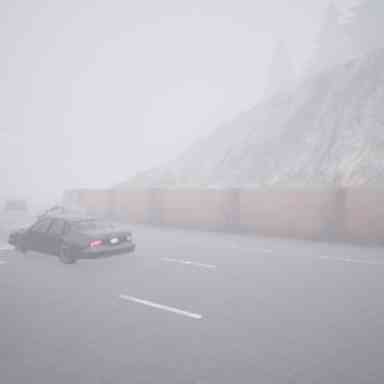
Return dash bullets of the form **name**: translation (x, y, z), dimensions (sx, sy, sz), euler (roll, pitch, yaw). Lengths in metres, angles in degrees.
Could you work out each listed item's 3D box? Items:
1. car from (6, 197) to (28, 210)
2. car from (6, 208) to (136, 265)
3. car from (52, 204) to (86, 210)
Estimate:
- **car**: translation (-18.651, 1.303, 35.462), dimensions (1.882, 1.535, 5.008), euler (-1, 1, -25)
- **car**: translation (-4.300, 1.497, 11.498), dimensions (5.357, 1.411, 2.033), euler (0, 0, 38)
- **car**: translation (-7.282, 1.441, 19.181), dimensions (1.812, 1.442, 4.674), euler (0, 1, -44)
